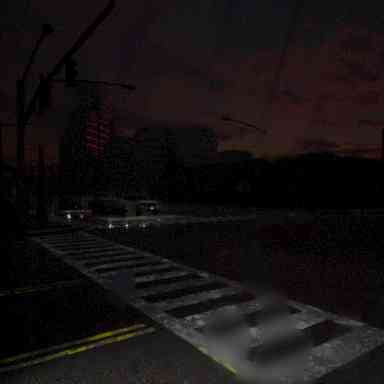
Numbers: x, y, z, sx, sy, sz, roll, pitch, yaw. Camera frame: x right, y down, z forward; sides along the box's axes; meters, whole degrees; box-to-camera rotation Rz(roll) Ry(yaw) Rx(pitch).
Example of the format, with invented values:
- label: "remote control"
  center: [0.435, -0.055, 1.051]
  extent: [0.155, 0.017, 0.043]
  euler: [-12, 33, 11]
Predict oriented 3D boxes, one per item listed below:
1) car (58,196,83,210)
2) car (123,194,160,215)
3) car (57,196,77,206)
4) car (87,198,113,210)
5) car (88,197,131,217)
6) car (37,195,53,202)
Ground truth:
- label: "car"
  center: [-15.399, 1.505, 42.192]
  extent: [1.837, 1.490, 4.892]
  euler: [0, 0, -35]
- label: "car"
  center: [-5.462, 1.221, 34.307]
  extent: [2.150, 2.045, 5.566]
  euler: [0, 0, -36]
- label: "car"
  center: [-21.314, 1.488, 56.626]
  extent: [1.882, 1.535, 5.008]
  euler: [0, 0, -36]
- label: "car"
  center: [-12.092, 1.564, 43.595]
  extent: [1.994, 1.385, 4.181]
  euler: [0, 0, -35]
- label: "car"
  center: [-8.014, 1.478, 31.851]
  extent: [1.882, 1.535, 5.008]
  euler: [0, 0, -36]
- label: "car"
  center: [-24.192, 1.218, 54.636]
  extent: [1.837, 1.490, 4.892]
  euler: [0, 0, -36]
